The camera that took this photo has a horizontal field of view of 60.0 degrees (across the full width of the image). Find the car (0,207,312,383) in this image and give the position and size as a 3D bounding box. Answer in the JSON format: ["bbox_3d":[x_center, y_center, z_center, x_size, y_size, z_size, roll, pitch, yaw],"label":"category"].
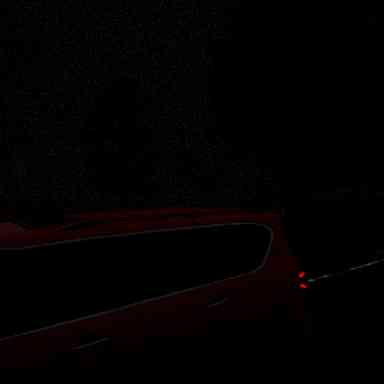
[{"bbox_3d":[-1.195,1.226,3.138,5.566,2.045,2.150,-1,0,-36],"label":"car"}]
